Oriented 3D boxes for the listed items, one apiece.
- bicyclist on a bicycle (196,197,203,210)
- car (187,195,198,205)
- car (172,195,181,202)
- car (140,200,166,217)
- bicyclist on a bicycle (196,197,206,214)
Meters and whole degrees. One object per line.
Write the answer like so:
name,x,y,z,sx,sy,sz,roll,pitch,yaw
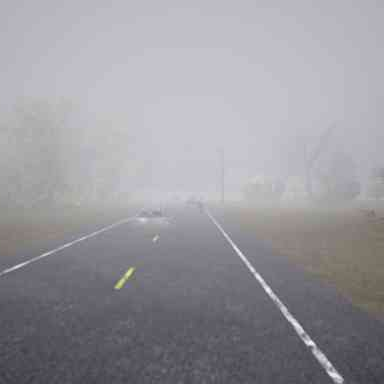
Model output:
bicyclist on a bicycle,0.948,1.424,42.743,0.866,1.612,1.509,0,0,0
car,0.051,1.580,57.816,1.895,1.301,4.718,0,0,1
car,-3.493,1.401,73.369,1.837,1.490,4.892,0,0,0
car,-3.592,1.519,30.953,1.812,1.442,4.674,0,0,0
bicyclist on a bicycle,0.984,1.429,33.320,0.866,1.612,1.509,0,0,0
